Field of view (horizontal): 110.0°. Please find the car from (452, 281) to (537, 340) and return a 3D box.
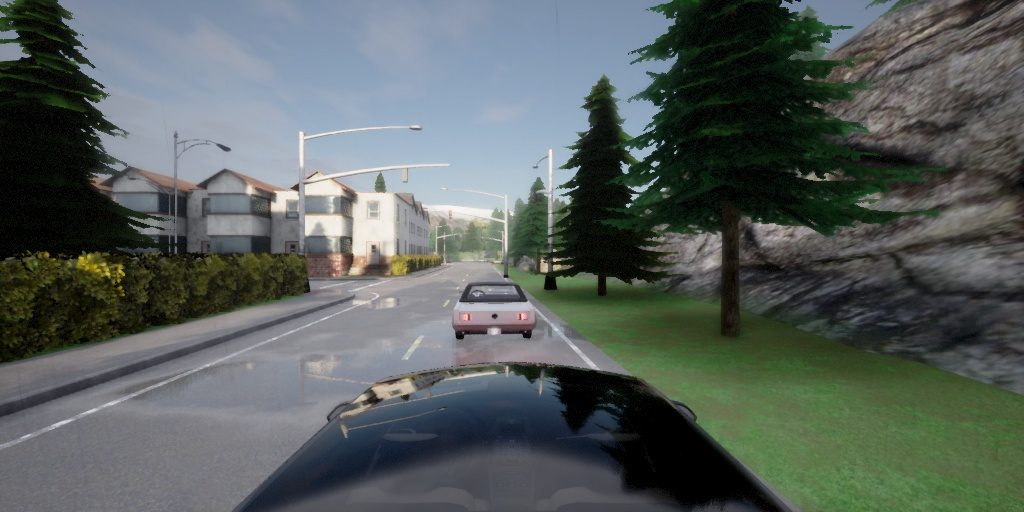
[{"bbox_3d":[-0.539,1.351,10.019,1.895,1.301,4.718,0,0,-4],"label":"car"}]
